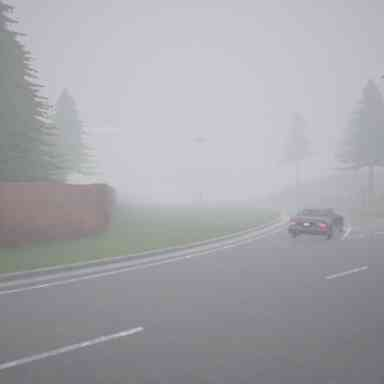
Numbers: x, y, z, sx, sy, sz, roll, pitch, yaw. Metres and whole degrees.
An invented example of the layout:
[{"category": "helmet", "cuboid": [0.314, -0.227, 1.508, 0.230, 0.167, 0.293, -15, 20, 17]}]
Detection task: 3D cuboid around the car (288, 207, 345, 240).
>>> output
[{"category": "car", "cuboid": [6.312, 1.441, 16.596, 2.033, 1.411, 5.357, 0, 0, 32]}]
